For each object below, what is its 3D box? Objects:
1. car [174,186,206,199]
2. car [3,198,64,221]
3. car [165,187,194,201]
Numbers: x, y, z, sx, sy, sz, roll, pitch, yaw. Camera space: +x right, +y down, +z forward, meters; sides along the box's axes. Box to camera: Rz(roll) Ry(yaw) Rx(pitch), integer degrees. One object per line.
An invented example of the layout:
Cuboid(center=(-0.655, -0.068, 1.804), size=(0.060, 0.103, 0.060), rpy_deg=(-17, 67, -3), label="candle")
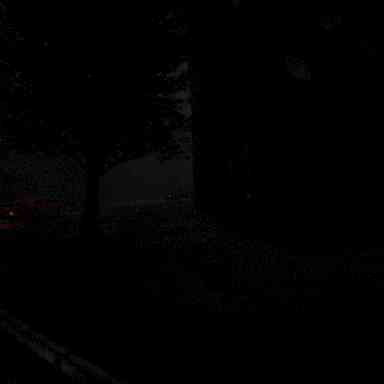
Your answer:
Cuboid(center=(-0.253, 0.050, 48.650), size=(2.128, 1.511, 4.902), rpy_deg=(-3, 1, 36), label="car")
Cuboid(center=(-11.096, 1.141, 23.750), size=(1.882, 1.535, 5.008), rpy_deg=(-3, 1, 10), label="car")
Cuboid(center=(-1.442, 0.334, 40.595), size=(1.994, 1.385, 4.181), rpy_deg=(-3, 1, 35), label="car")
